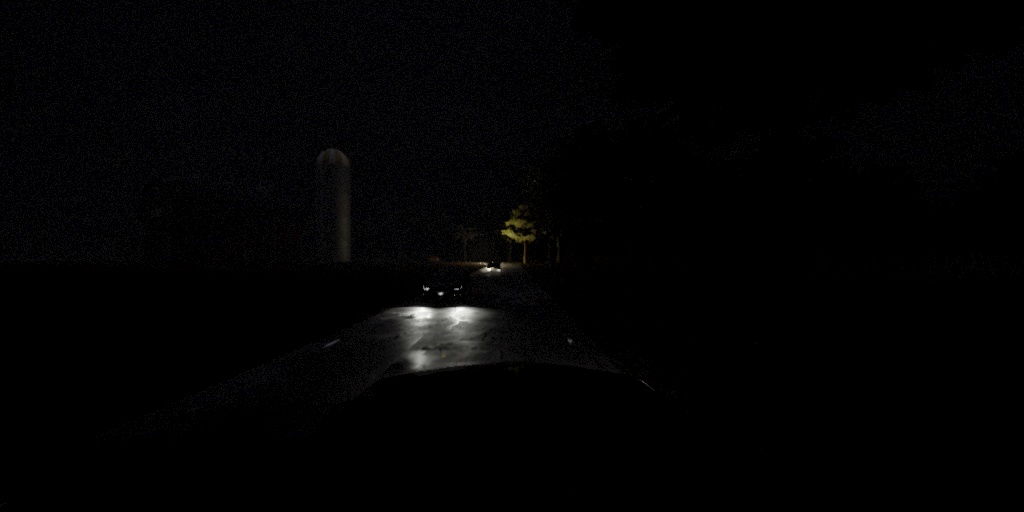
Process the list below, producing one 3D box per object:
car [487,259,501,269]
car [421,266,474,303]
[{"bbox_3d":[-2.874,1.274,57.148,1.837,1.490,4.892,0,0,0],"label":"car"},{"bbox_3d":[-2.854,1.259,16.745,1.837,1.490,4.892,0,0,0],"label":"car"}]
